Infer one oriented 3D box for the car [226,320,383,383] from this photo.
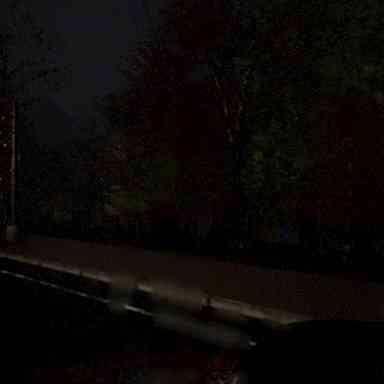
[{"bbox_3d":[2.220,1.565,2.099,4.181,1.385,1.994,0,0,35],"label":"car"}]
